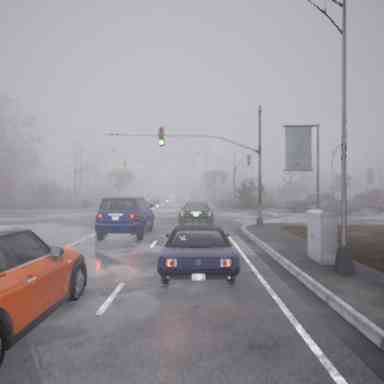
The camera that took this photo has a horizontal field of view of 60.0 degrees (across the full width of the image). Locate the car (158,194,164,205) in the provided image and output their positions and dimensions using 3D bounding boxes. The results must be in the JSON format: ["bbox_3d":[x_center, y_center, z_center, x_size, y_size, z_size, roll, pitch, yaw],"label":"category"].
[{"bbox_3d":[-6.618,1.413,58.882,1.882,1.535,5.008,0,0,1],"label":"car"}]

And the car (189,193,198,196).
[{"bbox_3d":[0.581,1.236,79.741,2.128,1.511,4.902,0,1,0],"label":"car"}]

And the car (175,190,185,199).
[{"bbox_3d":[-3.229,0.633,89.971,2.150,2.045,5.566,0,1,-8],"label":"car"}]

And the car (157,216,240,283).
[{"bbox_3d":[0.161,1.603,9.635,1.895,1.301,4.718,0,0,0],"label":"car"}]

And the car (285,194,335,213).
[{"bbox_3d":[13.183,1.193,36.851,5.566,2.045,2.150,0,0,-3],"label":"car"}]

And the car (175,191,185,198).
[{"bbox_3d":[-2.921,1.227,79.833,2.128,1.511,4.902,0,1,0],"label":"car"}]

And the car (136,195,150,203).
[{"bbox_3d":[-9.994,1.412,68.423,2.033,1.411,5.357,0,0,0],"label":"car"}]

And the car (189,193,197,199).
[{"bbox_3d":[0.269,1.050,90.164,1.994,1.385,4.181,0,1,-4],"label":"car"}]

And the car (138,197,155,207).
[{"bbox_3d":[-6.727,1.478,49.671,1.812,1.442,4.674,0,0,0],"label":"car"}]

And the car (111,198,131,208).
[{"bbox_3d":[-10.237,1.554,48.469,1.895,1.301,4.718,0,0,1],"label":"car"}]

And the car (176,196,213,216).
[{"bbox_3d":[0.246,1.339,21.417,2.097,1.767,4.553,0,0,0],"label":"car"}]

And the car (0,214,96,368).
[{"bbox_3d":[-3.356,1.353,5.450,2.097,1.767,4.553,0,0,0],"label":"car"}]

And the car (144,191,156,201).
[{"bbox_3d":[-9.927,0.937,78.874,2.150,2.045,5.566,0,1,0],"label":"car"}]

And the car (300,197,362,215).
[{"bbox_3d":[14.104,1.523,33.394,5.357,1.411,2.033,0,0,-3],"label":"car"}]

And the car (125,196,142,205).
[{"bbox_3d":[-10.133,1.415,57.831,1.882,1.535,5.008,0,0,1],"label":"car"}]

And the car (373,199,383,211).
[{"bbox_3d":[23.431,1.193,37.352,5.566,2.045,2.150,0,0,-3],"label":"car"}]

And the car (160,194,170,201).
[{"bbox_3d":[-6.419,1.217,79.403,1.837,1.490,4.892,0,1,0],"label":"car"}]

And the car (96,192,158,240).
[{"bbox_3d":[-3.287,1.216,17.054,2.150,2.045,5.566,0,0,0],"label":"car"}]

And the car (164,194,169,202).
[{"bbox_3d":[-6.490,1.381,68.978,2.128,1.511,4.902,0,0,0],"label":"car"}]
